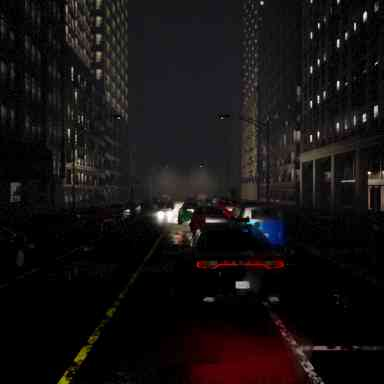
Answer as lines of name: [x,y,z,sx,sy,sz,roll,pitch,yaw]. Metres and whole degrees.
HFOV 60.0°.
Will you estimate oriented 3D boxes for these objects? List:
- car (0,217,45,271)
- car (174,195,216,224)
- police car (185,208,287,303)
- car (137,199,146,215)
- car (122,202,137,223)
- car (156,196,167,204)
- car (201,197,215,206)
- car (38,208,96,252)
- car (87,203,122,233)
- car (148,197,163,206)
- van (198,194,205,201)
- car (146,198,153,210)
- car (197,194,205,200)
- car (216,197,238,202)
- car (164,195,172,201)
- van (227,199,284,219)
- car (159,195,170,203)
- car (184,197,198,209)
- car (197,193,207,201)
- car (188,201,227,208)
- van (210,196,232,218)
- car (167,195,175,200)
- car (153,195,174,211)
car: [-5.717,1.549,8.254,2.008,1.369,4.403,-1,0,0]
car: [0.325,1.346,24.395,2.097,1.767,4.553,0,0,8]
police car: [0.880,1.423,8.410,1.930,1.638,5.238,0,0,0]
car: [-5.771,1.575,30.989,1.802,1.307,4.206,-1,0,0]
car: [-5.759,1.545,25.305,2.008,1.369,4.403,-1,0,0]
car: [-5.853,1.565,65.090,1.802,1.307,4.206,-1,0,0]
car: [2.555,1.537,53.743,2.008,1.369,4.403,-1,0,0]
car: [-5.731,1.563,13.938,1.947,1.339,4.313,-1,0,0]
car: [-5.744,1.540,19.621,1.887,1.381,4.507,-1,0,0]
car: [-5.826,1.537,53.723,2.008,1.369,4.403,-1,0,0]
van: [2.471,1.317,87.845,1.690,1.788,3.998,-1,0,0]
car: [-5.799,1.541,42.356,2.008,1.369,4.403,-1,0,0]
car: [2.458,1.413,93.529,1.967,1.590,4.097,-1,0,0]
car: [2.620,1.309,25.325,2.192,1.841,5.009,-1,0,0]
car: [-5.894,1.503,81.972,1.752,1.417,4.829,-1,0,0]
van: [2.648,1.338,13.958,1.690,1.788,3.998,-1,0,0]
car: [-5.868,1.421,70.774,1.967,1.590,4.097,-1,0,0]
car: [-0.086,1.514,46.325,1.812,1.442,4.674,0,0,0]
car: [2.484,1.293,82.162,2.192,1.841,5.009,-1,0,0]
car: [0.856,1.473,18.300,1.882,1.535,5.008,0,0,0]
van: [2.607,1.334,31.009,1.690,1.788,3.998,-1,0,0]
car: [-5.922,1.539,93.509,1.947,1.339,4.313,-1,0,0]
car: [-3.097,1.482,40.308,2.128,1.511,4.902,0,0,0]
